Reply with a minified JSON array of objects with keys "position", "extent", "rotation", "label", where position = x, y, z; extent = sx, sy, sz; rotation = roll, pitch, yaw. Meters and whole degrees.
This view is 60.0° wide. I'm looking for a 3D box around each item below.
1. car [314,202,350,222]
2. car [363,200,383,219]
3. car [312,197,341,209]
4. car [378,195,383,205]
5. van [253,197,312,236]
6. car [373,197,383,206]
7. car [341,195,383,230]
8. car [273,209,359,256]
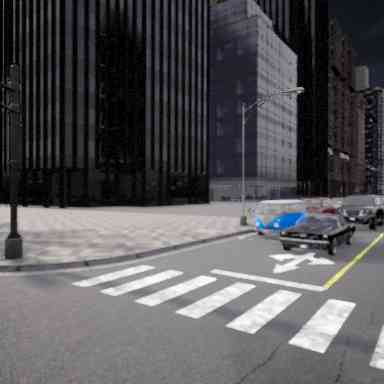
[{"position":[11.207,1.539,26.487],"extent":[1.802,1.307,4.206],"rotation":[0,0,35],"label":"car"},{"position":[16.507,1.471,29.317],"extent":[1.837,1.490,4.892],"rotation":[0,0,36],"label":"car"},{"position":[7.912,1.275,21.862],"extent":[2.192,1.841,5.009],"rotation":[0,0,35],"label":"car"},{"position":[34.273,1.394,58.849],"extent":[1.967,1.590,4.097],"rotation":[0,0,35],"label":"car"},{"position":[4.617,1.305,17.239],"extent":[1.690,1.788,3.998],"rotation":[0,0,35],"label":"van"},{"position":[30.977,1.504,54.226],"extent":[2.008,1.369,4.403],"rotation":[0,0,35],"label":"car"},{"position":[10.814,1.192,21.340],"extent":[2.150,2.045,5.566],"rotation":[0,0,36],"label":"car"},{"position":[5.145,1.578,13.397],"extent":[1.895,1.301,4.718],"rotation":[0,0,35],"label":"car"}]
